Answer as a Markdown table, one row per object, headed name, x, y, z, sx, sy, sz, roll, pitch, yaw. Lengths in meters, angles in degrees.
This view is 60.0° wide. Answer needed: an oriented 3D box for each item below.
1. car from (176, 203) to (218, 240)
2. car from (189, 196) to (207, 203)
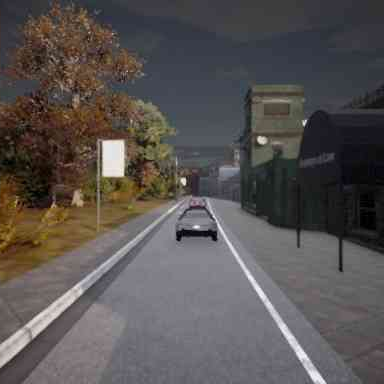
| name | x | y | z | sx | sy | sz | roll | pitch | yaw |
| --- | --- | --- | --- | --- | --- | --- | --- | --- | --- |
| car | 0.231 | 1.492 | 16.800 | 1.994 | 1.385 | 4.181 | 0 | 1 | 1 |
| car | 0.619 | 1.152 | 35.750 | 2.033 | 1.411 | 5.357 | 0 | 1 | 2 |
